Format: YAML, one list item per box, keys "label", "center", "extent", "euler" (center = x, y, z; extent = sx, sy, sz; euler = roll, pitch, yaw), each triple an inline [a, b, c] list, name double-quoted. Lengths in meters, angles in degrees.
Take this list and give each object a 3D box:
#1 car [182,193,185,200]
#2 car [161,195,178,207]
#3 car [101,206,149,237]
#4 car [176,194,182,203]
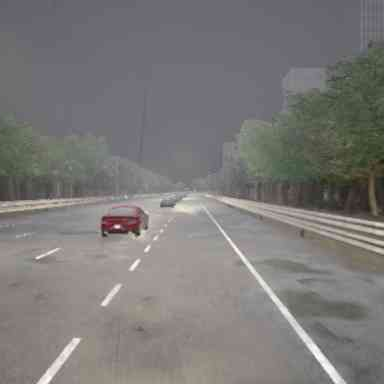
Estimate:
- label: "car"
  center: [-3.552, 1.299, 88.863]
  extent: [2.097, 1.767, 4.553]
  euler: [0, 0, 0]
- label: "car"
  center: [-3.529, 1.523, 49.202]
  extent: [1.994, 1.385, 4.181]
  euler: [0, 0, 0]
- label: "car"
  center: [-3.510, 1.469, 18.090]
  extent: [1.882, 1.535, 5.008]
  euler: [0, 0, 0]
- label: "car"
  center: [-3.539, 1.513, 65.203]
  extent: [1.994, 1.385, 4.181]
  euler: [0, 0, 0]
